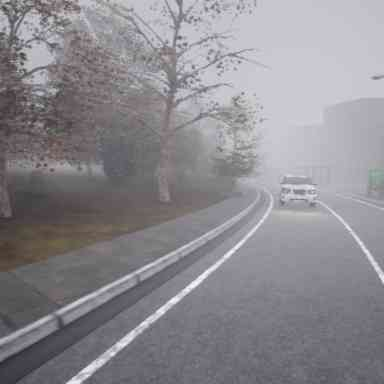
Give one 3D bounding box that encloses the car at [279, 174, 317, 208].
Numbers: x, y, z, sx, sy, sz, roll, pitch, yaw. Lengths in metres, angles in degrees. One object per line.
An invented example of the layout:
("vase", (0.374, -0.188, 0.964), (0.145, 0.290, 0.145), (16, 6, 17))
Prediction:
("car", (7.266, -0.176, 23.079), (2.150, 2.045, 5.566), (3, 4, 14))
